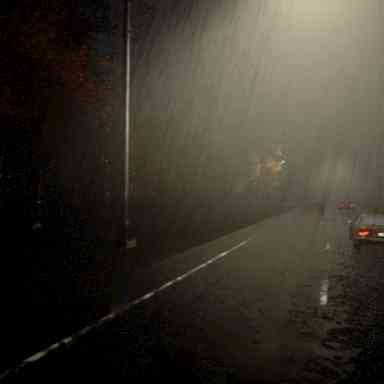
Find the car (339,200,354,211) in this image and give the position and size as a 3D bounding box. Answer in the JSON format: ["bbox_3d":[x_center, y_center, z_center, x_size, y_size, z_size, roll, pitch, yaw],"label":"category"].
[{"bbox_3d":[21.236,1.839,45.720,2.033,1.411,5.357,1,0,25],"label":"car"}]

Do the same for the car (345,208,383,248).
[{"bbox_3d":[8.095,1.657,14.774,2.033,1.411,5.357,1,0,23],"label":"car"}]

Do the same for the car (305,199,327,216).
[{"bbox_3d":[13.265,1.699,35.876,1.837,1.490,4.892,1,0,23],"label":"car"}]

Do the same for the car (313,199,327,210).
[{"bbox_3d":[19.097,1.798,49.598,1.812,1.442,4.674,1,0,23],"label":"car"}]
